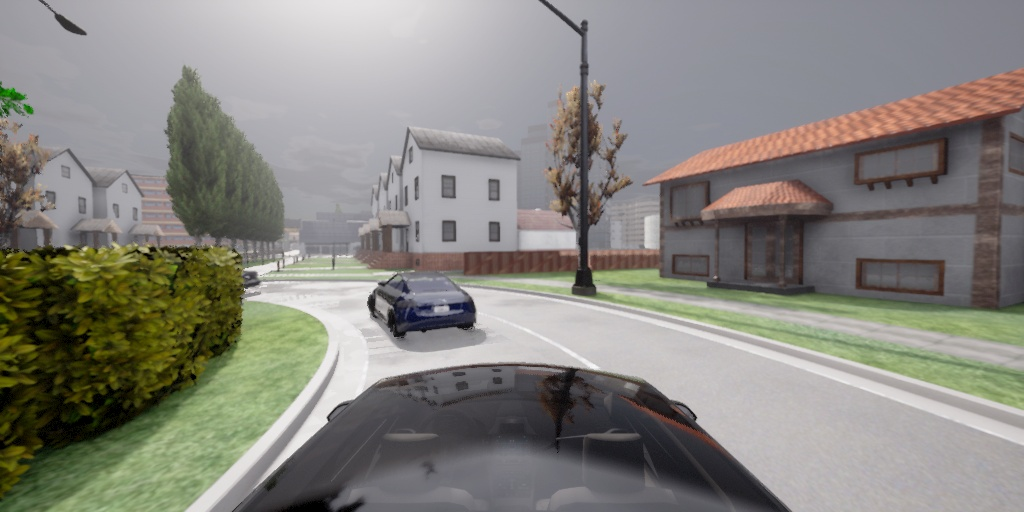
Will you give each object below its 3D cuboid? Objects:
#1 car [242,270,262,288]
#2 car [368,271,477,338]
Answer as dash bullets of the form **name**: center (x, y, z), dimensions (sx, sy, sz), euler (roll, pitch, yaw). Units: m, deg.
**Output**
- **car**: center (-13.912, 0.985, 15.341), dimensions (5.357, 1.411, 2.033), euler (0, 2, -2)
- **car**: center (-2.544, 1.103, 9.696), dimensions (1.994, 1.385, 4.181), euler (-1, 2, -30)
